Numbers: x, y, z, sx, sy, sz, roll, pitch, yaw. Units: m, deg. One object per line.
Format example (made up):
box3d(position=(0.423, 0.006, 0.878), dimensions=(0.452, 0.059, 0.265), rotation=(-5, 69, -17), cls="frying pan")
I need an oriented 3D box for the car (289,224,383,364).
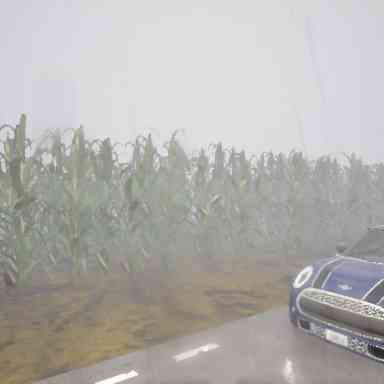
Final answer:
box3d(position=(3.760, 1.354, 5.739), dimensions=(4.553, 1.767, 2.097), rotation=(0, 0, -35), cls="car")
